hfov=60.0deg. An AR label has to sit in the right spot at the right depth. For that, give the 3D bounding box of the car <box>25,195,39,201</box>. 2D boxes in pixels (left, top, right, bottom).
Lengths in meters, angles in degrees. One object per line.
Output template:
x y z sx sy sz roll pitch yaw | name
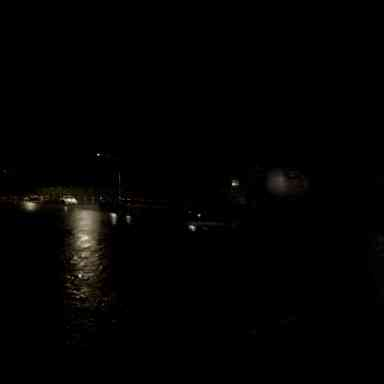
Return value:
-40.415 1.609 84.661 1.895 1.301 4.718 2 -2 -36 | car

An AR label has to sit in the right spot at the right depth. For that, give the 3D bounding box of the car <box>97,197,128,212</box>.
-8.493 1.270 35.491 1.882 1.535 5.008 2 -1 -36 | car

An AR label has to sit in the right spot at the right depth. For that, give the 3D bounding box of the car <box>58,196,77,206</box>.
-18.572 1.314 49.637 1.812 1.442 4.674 2 -1 -36 | car

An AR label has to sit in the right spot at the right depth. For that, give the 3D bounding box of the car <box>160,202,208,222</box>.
-0.664 1.415 24.608 1.994 1.385 4.181 2 -1 -36 | car
